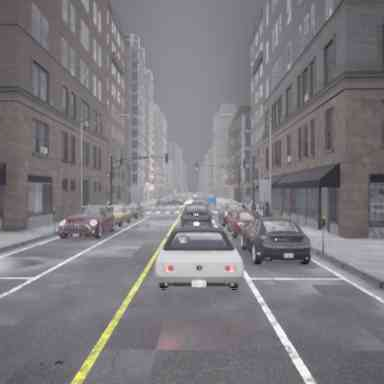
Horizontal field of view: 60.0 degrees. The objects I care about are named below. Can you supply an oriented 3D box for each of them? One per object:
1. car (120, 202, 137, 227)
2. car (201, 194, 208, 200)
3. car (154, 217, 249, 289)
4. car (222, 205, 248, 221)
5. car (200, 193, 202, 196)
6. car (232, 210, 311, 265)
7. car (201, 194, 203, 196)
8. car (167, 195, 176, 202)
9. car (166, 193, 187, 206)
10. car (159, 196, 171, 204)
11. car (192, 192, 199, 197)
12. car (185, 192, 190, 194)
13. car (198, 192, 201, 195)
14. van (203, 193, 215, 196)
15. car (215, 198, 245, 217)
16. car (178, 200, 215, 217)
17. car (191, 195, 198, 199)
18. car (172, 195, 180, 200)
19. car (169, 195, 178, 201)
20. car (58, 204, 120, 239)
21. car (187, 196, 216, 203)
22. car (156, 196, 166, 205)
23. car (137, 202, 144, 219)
[{"bbox_3d":[-5.206,1.502,22.400,1.752,1.417,4.829,0,0,1],"label":"car"},{"bbox_3d":[3.453,1.324,94.875,1.967,1.590,4.097,0,0,1],"label":"car"},{"bbox_3d":[0.169,1.592,9.068,1.895,1.301,4.718,0,0,1],"label":"car"},{"bbox_3d":[2.772,1.565,16.990,1.802,1.307,4.206,0,0,1],"label":"car"},{"bbox_3d":[3.304,1.496,77.832,1.802,1.307,4.206,0,0,1],"label":"car"},{"bbox_3d":[2.724,1.539,11.472,2.008,1.369,4.403,0,0,1],"label":"car"},{"bbox_3d":[3.204,1.511,66.470,1.802,1.307,4.206,0,0,1],"label":"car"},{"bbox_3d":[-4.723,1.439,77.726,1.752,1.417,4.829,0,0,1],"label":"car"},{"bbox_3d":[-2.441,1.298,53.536,2.097,1.767,4.553,0,0,2],"label":"car"},{"bbox_3d":[-4.870,1.480,60.851,1.887,1.381,4.507,0,0,1],"label":"car"},{"bbox_3d":[0.727,1.432,84.843,2.033,1.411,5.357,0,0,1],"label":"car"},{"bbox_3d":[-2.041,1.423,82.829,1.812,1.442,4.674,0,0,1],"label":"car"},{"bbox_3d":[3.354,1.219,83.513,2.192,1.841,5.009,0,0,1],"label":"car"},{"bbox_3d":[3.105,1.283,55.108,1.690,1.788,3.998,0,0,1],"label":"van"},{"bbox_3d":[2.820,1.417,22.509,1.967,1.590,4.097,0,0,1],"label":"car"},{"bbox_3d":[0.273,1.486,21.056,1.837,1.490,4.892,0,1,0],"label":"car"},{"bbox_3d":[0.818,1.420,95.291,1.895,1.301,4.718,0,0,1],"label":"car"},{"bbox_3d":[-4.572,1.449,94.941,1.947,1.339,4.313,0,0,1],"label":"car"},{"bbox_3d":[-4.671,1.470,83.578,1.947,1.339,4.313,0,0,1],"label":"car"},{"bbox_3d":[-5.253,1.423,17.053,1.967,1.590,4.097,0,0,1],"label":"car"},{"bbox_3d":[1.007,1.470,34.409,1.837,1.490,4.892,-1,0,10],"label":"car"},{"bbox_3d":[-4.920,1.493,55.169,2.008,1.369,4.403,0,0,1],"label":"car"},{"bbox_3d":[-5.156,1.522,28.089,2.008,1.369,4.403,0,0,1],"label":"car"}]
